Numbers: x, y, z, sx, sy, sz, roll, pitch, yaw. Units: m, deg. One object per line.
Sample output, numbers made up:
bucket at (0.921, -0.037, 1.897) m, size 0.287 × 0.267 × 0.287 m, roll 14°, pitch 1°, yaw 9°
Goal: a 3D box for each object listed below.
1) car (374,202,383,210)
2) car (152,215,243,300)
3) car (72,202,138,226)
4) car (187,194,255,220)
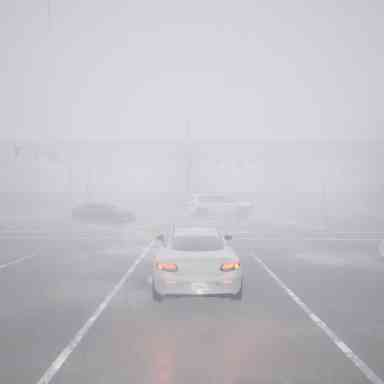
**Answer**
car at (23.300, 1.397, 37.886) m, size 4.674 × 1.442 × 1.812 m, roll -1°, pitch 0°, yaw 2°
car at (0.073, 1.527, 8.251) m, size 1.812 × 1.442 × 4.674 m, roll 0°, pitch 0°, yaw -1°
car at (-6.158, 1.497, 23.459) m, size 4.892 × 1.490 × 1.837 m, roll 0°, pitch -3°, yaw 23°
car at (2.361, 1.203, 27.750) m, size 5.566 × 2.045 × 2.150 m, roll 0°, pitch 0°, yaw 2°
